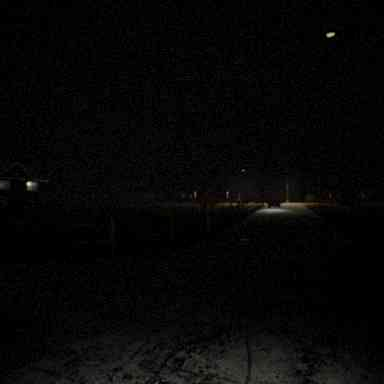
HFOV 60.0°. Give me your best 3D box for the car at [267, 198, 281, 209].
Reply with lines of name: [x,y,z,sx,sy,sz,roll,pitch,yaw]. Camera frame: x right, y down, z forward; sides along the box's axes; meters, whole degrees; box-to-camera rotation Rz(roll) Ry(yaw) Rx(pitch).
car: [12.207,1.618,49.406,2.128,1.511,4.902,-1,-1,16]
